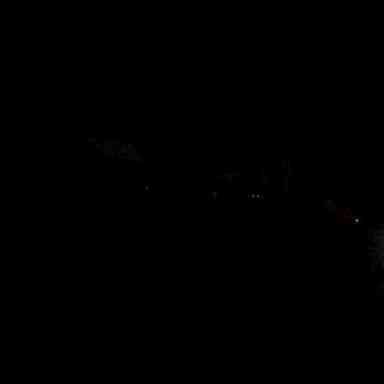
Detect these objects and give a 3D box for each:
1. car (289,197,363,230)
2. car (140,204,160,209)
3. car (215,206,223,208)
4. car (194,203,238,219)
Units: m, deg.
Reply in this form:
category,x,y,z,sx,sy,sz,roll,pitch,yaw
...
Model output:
category,x,y,z,sx,sy,sz,roll,pitch,yaw
car,8.241,1.375,22.066,2.150,2.045,5.566,2,-2,-35
car,-5.258,1.763,40.733,2.097,1.767,4.553,3,-2,-37
car,2.140,1.829,30.707,2.033,1.411,5.357,2,-2,-36
car,2.466,1.929,35.281,1.837,1.490,4.892,3,-2,-36
